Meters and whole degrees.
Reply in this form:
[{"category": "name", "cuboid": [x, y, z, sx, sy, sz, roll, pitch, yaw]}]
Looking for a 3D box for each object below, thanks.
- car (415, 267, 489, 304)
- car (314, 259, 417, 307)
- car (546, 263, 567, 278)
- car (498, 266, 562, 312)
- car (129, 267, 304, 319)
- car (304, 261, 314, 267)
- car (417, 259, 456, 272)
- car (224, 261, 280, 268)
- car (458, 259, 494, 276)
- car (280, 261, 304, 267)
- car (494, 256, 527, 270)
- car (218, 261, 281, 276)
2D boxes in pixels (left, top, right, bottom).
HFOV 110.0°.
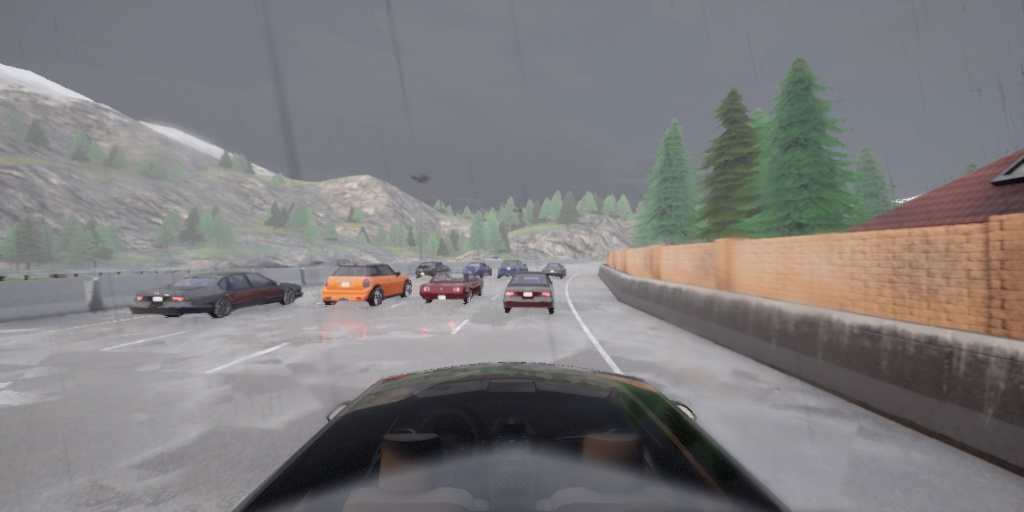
[{"category": "car", "cuboid": [-2.529, 1.348, 16.331, 1.895, 1.301, 4.718, 0, 0, 6]}, {"category": "car", "cuboid": [-6.079, 1.089, 15.628, 2.097, 1.767, 4.553, 0, 0, 5]}, {"category": "car", "cuboid": [4.044, 1.333, 33.938, 1.994, 1.385, 4.181, 0, 0, 13]}, {"category": "car", "cuboid": [0.757, 1.303, 14.227, 2.033, 1.411, 5.357, 0, 0, 5]}, {"category": "car", "cuboid": [-9.898, 1.273, 12.711, 2.033, 1.411, 5.357, 0, 0, 4]}, {"category": "car", "cuboid": [-17.414, 1.063, 34.949, 2.097, 1.767, 4.553, 0, 0, 12]}, {"category": "car", "cuboid": [-7.039, 1.243, 32.468, 1.837, 1.490, 4.892, 0, 0, 11]}, {"category": "car", "cuboid": [-24.563, 1.239, 35.199, 2.033, 1.411, 5.357, 0, 0, 12]}, {"category": "car", "cuboid": [-3.203, 1.275, 33.692, 1.812, 1.442, 4.674, 0, 0, 12]}, {"category": "car", "cuboid": [-20.627, 1.209, 36.664, 1.837, 1.490, 4.892, 0, -1, 12]}, {"category": "car", "cuboid": [0.174, 1.110, 32.658, 2.097, 1.767, 4.553, 0, 0, 12]}, {"category": "car", "cuboid": [-27.567, 1.231, 37.927, 2.033, 1.411, 5.357, 0, 0, 12]}]
